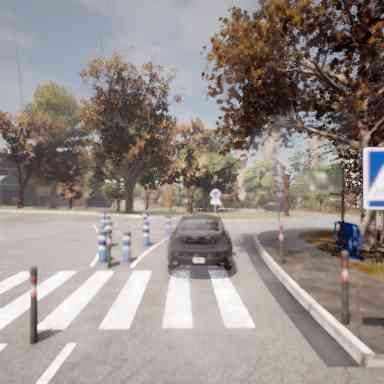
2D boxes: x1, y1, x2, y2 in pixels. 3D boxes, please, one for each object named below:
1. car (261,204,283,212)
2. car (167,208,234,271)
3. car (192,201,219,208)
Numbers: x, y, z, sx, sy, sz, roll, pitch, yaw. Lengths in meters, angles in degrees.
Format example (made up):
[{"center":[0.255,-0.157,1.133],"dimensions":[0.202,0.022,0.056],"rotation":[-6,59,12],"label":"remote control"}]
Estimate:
[{"center":[16.248,3.266,67.904],"dimensions":[1.837,1.490,4.892],"rotation":[0,0,-39],"label":"car"},{"center":[0.314,1.507,10.933],"dimensions":[1.837,1.490,4.892],"rotation":[0,0,3],"label":"car"},{"center":[3.339,3.030,76.890],"dimensions":[5.566,2.045,2.150],"rotation":[0,0,17],"label":"car"}]
